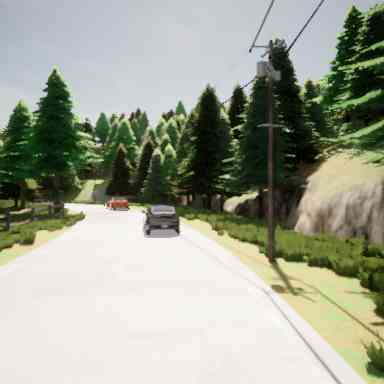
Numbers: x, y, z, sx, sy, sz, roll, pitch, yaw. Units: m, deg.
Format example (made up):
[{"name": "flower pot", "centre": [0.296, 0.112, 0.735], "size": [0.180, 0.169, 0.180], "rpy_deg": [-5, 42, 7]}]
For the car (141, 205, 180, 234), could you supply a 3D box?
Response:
[{"name": "car", "centre": [-1.857, 1.511, 19.439], "size": [1.837, 1.490, 4.892], "rpy_deg": [0, 0, -11]}]

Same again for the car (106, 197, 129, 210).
[{"name": "car", "centre": [-9.697, 1.376, 43.233], "size": [2.097, 1.767, 4.553], "rpy_deg": [0, 0, -26]}]
